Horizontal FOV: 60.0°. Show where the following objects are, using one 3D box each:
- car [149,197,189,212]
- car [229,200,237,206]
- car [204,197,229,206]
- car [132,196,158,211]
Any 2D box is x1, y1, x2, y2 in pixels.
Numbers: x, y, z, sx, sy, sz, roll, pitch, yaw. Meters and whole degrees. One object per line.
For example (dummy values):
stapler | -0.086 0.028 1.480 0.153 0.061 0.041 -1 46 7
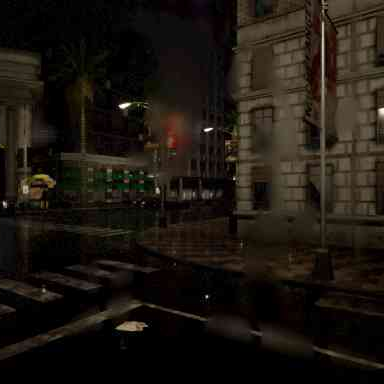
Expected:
car | -2.425 1.601 39.385 1.895 1.301 4.718 0 0 37
car | 8.400 1.564 52.418 4.181 1.385 1.994 0 0 -42
car | 4.334 1.548 53.404 5.357 1.411 2.033 0 0 -45
car | -5.285 1.353 41.373 2.097 1.767 4.553 0 0 37
